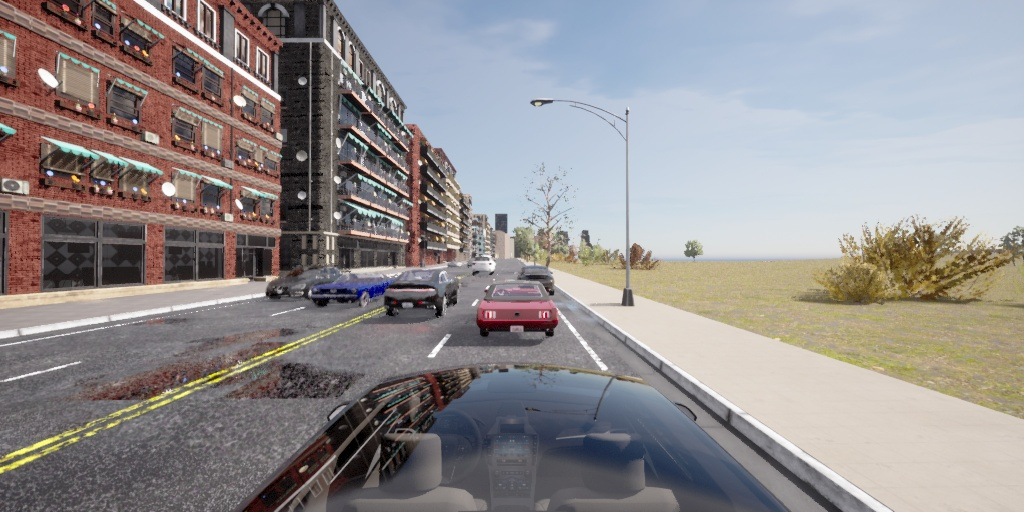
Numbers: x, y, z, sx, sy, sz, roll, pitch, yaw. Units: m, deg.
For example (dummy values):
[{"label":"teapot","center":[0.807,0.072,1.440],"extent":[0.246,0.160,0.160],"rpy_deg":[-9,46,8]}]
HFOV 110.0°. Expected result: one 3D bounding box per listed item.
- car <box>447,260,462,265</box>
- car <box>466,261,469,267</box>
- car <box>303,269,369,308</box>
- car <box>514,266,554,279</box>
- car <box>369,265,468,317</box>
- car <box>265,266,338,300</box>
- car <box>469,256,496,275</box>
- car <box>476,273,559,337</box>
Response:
[{"label":"car","center":[-9.602,1.351,59.737],"extent":[1.895,1.301,4.718],"rpy_deg":[0,0,0]},{"label":"car","center":[-6.359,1.255,58.849],"extent":[1.837,1.490,4.892],"rpy_deg":[0,0,0]},{"label":"car","center":[-6.549,1.353,15.376],"extent":[1.895,1.301,4.718],"rpy_deg":[0,0,0]},{"label":"car","center":[1.205,1.257,19.478],"extent":[1.837,1.490,4.892],"rpy_deg":[0,0,0]},{"label":"car","center":[-3.108,1.243,13.138],"extent":[2.128,1.511,4.902],"rpy_deg":[0,0,0]},{"label":"car","center":[-9.790,1.257,17.548],"extent":[1.837,1.490,4.892],"rpy_deg":[0,0,0]},{"label":"car","center":[-3.005,0.974,38.862],"extent":[2.150,2.045,5.566],"rpy_deg":[0,0,0]},{"label":"car","center":[0.131,1.352,10.277],"extent":[1.895,1.301,4.718],"rpy_deg":[0,0,0]}]
